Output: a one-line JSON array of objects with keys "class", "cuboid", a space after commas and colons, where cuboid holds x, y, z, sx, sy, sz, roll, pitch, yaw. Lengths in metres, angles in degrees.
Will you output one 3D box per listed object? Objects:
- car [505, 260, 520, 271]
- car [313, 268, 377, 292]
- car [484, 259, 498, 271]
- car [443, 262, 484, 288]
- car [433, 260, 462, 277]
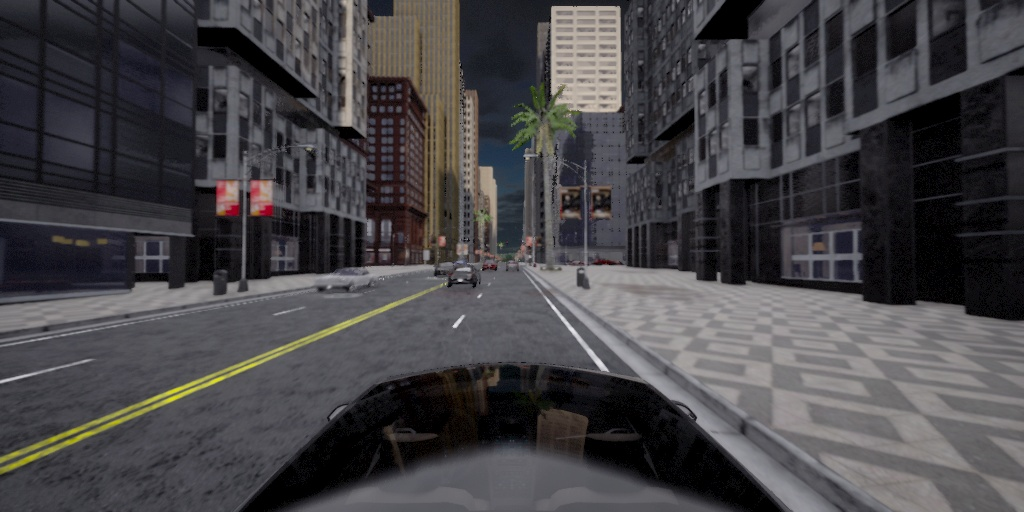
[{"class": "car", "cuboid": [0.088, 1.389, 51.595, 2.128, 1.511, 4.902, 0, 0, 0]}, {"class": "car", "cuboid": [-9.854, 1.381, 21.566, 1.895, 1.301, 4.718, 0, 0, 0]}, {"class": "car", "cuboid": [-3.159, 1.259, 52.913, 2.097, 1.767, 4.553, 0, 0, 0]}, {"class": "car", "cuboid": [-3.154, 1.310, 24.223, 1.812, 1.442, 4.674, 0, 0, 0]}, {"class": "car", "cuboid": [-6.597, 1.326, 36.071, 1.837, 1.490, 4.892, 0, 0, 0]}]
